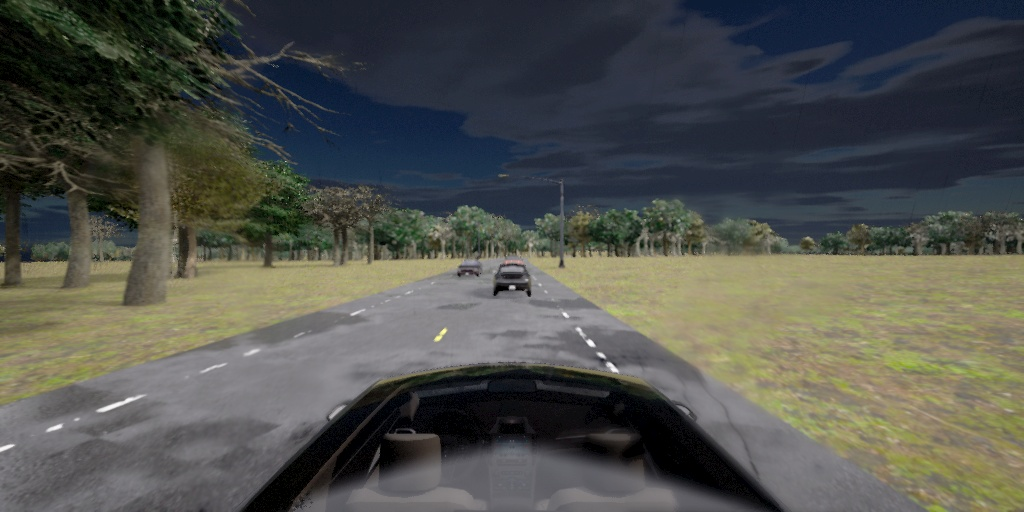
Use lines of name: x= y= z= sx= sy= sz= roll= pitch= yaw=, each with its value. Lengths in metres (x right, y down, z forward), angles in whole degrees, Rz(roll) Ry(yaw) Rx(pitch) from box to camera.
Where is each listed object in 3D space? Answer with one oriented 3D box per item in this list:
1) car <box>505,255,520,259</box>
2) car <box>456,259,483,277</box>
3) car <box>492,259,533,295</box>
car: x=0.082 y=0.707 z=36.902 sx=2.097 sy=1.767 sz=4.553 roll=0 pitch=1 yaw=0
car: x=-3.506 y=0.993 z=30.783 sx=2.033 sy=1.411 sz=5.357 roll=0 pitch=1 yaw=0
car: x=0.030 y=1.117 z=18.460 sx=1.837 sy=1.490 sz=4.892 roll=0 pitch=1 yaw=1
